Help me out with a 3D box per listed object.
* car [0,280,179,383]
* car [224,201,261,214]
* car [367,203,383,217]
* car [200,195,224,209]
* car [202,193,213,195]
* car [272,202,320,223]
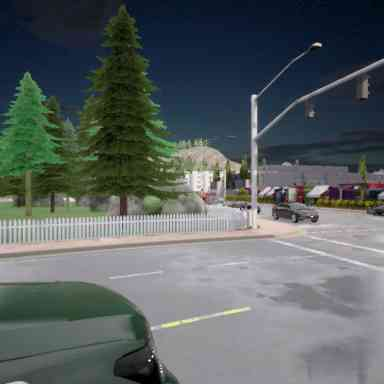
[{"bbox_3d":[-2.744,1.222,1.679,5.566,2.045,2.150,0,0,-36],"label":"car"},{"bbox_3d":[5.483,1.653,35.250,1.895,1.301,4.718,0,0,-16],"label":"car"},{"bbox_3d":[18.060,1.615,30.167,1.994,1.385,4.181,0,0,-16],"label":"car"},{"bbox_3d":[2.868,1.543,44.236,2.128,1.511,4.902,0,0,-16],"label":"car"},{"bbox_3d":[2.982,1.263,69.622,2.150,2.045,5.566,0,-1,-16],"label":"car"},{"bbox_3d":[8.071,1.557,26.343,1.837,1.490,4.892,0,0,-14],"label":"car"}]
